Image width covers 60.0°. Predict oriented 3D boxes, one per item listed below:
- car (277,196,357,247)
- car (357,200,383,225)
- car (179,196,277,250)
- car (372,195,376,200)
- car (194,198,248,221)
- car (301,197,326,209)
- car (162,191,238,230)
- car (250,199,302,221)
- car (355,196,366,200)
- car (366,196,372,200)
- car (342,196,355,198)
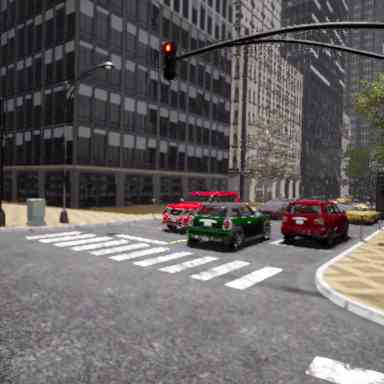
[{"bbox_3d":[5.759,1.313,15.355,2.192,1.841,5.009,2,1,36],"label":"car"},{"bbox_3d":[12.559,1.564,24.567,1.752,1.417,4.829,2,1,36],"label":"car"},{"bbox_3d":[1.747,1.238,14.307,2.097,1.767,4.553,3,1,33],"label":"car"},{"bbox_3d":[45.932,1.473,83.816,2.008,1.369,4.403,2,1,36],"label":"car"},{"bbox_3d":[2.268,1.220,24.733,1.752,1.417,4.829,2,1,36],"label":"car"},{"bbox_3d":[15.773,1.338,43.008,1.947,1.339,4.313,2,1,36],"label":"car"},{"bbox_3d":[0.767,0.995,18.306,2.150,2.045,5.566,3,1,36],"label":"car"},{"bbox_3d":[6.841,1.357,26.553,2.033,1.411,5.357,3,1,37],"label":"car"},{"bbox_3d":[32.527,1.441,65.679,1.802,1.307,4.206,2,1,36],"label":"car"},{"bbox_3d":[35.878,1.426,70.213,2.008,1.369,4.403,2,1,36],"label":"car"},{"bbox_3d":[25.725,1.350,56.473,1.752,1.417,4.829,2,1,36],"label":"car"}]
